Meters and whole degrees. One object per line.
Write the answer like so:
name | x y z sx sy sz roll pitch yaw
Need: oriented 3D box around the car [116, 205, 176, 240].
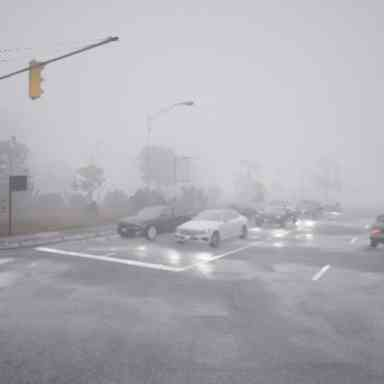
car | -1.767 1.480 17.363 1.882 1.535 5.008 0 0 32

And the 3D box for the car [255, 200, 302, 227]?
car | 5.903 1.528 22.956 1.812 1.442 4.674 0 0 32

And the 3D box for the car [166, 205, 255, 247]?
car | 1.049 1.527 15.264 1.812 1.442 4.674 0 0 32

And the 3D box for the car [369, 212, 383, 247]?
car | 8.894 1.549 14.420 2.033 1.411 5.357 0 0 34

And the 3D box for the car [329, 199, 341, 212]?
car | 16.372 1.529 39.446 1.812 1.442 4.674 0 0 33

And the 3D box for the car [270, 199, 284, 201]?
car | 8.666 1.495 33.866 2.128 1.511 4.902 0 0 33

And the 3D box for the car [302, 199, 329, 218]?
car | 10.892 1.494 30.844 2.128 1.511 4.902 0 0 32
